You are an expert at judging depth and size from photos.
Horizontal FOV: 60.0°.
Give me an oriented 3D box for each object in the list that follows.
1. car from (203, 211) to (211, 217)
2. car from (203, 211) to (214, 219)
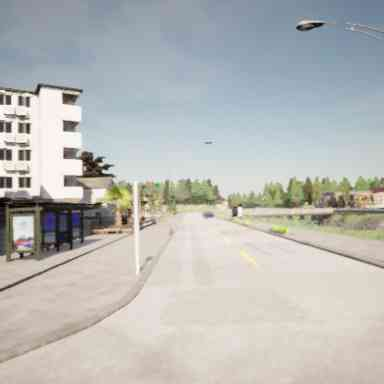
[{"bbox_3d":[3.966,5.881,88.548,1.812,1.442,4.674,-2,-3,-1],"label":"car"},{"bbox_3d":[4.044,5.404,78.138,1.882,1.535,5.008,-2,-3,-1],"label":"car"}]
